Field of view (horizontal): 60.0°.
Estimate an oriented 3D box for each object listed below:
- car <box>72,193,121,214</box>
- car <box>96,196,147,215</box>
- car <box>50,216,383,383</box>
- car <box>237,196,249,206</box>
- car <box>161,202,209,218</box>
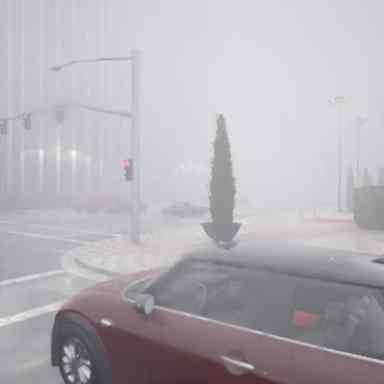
[{"bbox_3d":[-9.468,1.113,34.101,2.150,2.045,5.566,0,0,35],"label":"car"},{"bbox_3d":[-6.437,1.397,32.330,2.128,1.511,4.902,0,0,35],"label":"car"},{"bbox_3d":[0.472,1.346,3.630,4.553,1.767,2.097,0,0,36],"label":"car"},{"bbox_3d":[7.208,1.398,51.792,2.128,1.511,4.902,0,0,35],"label":"car"},{"bbox_3d":[-0.434,1.535,28.462,1.895,1.301,4.718,0,0,36],"label":"car"}]
